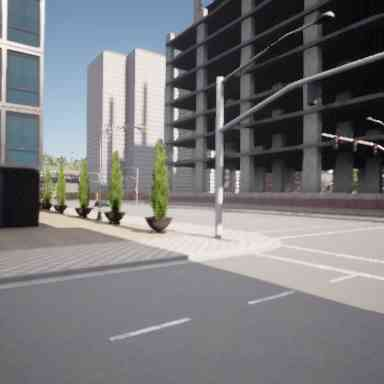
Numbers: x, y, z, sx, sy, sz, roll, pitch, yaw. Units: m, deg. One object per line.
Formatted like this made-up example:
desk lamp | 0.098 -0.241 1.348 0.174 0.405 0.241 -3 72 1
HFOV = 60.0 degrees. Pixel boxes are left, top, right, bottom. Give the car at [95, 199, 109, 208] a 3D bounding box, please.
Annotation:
car | -14.390 1.838 54.674 1.994 1.385 4.181 1 -1 -35
